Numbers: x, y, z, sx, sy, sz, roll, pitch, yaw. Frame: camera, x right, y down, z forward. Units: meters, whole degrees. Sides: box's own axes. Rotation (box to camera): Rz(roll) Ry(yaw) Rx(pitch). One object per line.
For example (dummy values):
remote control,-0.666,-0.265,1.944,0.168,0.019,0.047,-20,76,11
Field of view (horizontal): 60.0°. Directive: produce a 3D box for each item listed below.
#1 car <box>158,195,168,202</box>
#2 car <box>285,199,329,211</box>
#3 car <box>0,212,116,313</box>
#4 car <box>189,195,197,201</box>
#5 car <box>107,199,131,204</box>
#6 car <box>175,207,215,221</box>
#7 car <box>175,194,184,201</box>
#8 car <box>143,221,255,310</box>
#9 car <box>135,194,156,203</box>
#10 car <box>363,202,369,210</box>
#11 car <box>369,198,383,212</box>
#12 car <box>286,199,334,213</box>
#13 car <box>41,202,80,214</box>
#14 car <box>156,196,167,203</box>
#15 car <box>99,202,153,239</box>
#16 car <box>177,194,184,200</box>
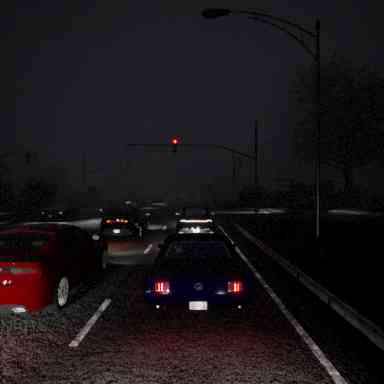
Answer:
car,-6.810,1.540,78.207,2.033,1.411,5.357,0,0,0
car,13.677,1.526,39.628,4.674,1.442,1.812,0,0,5
car,-3.382,1.478,7.774,1.882,1.535,5.008,0,0,0
car,0.210,1.500,84.637,1.837,1.490,4.892,0,0,0
car,-7.027,1.601,30.468,1.895,1.301,4.718,0,0,0
car,0.151,1.491,17.009,2.128,1.511,4.902,0,0,-1
car,-3.290,1.532,84.631,2.033,1.411,5.357,0,0,0
car,0.119,1.601,7.747,1.895,1.301,4.718,0,0,0
car,-6.975,1.478,49.507,1.882,1.535,5.008,0,0,0
car,22.853,1.484,39.110,4.902,1.511,2.128,0,0,3
car,22.228,1.470,35.638,5.008,1.535,1.882,0,0,3
car,12.808,1.491,36.174,4.902,1.511,2.128,0,0,3
car,-10.535,1.525,27.010,1.812,1.442,4.674,0,0,0
car,-6.852,1.601,67.705,1.895,1.301,4.718,0,0,1
car,-3.359,1.505,17.271,1.837,1.490,4.892,0,0,0
car,-3.224,1.328,95.040,1.882,1.535,5.008,0,0,1
